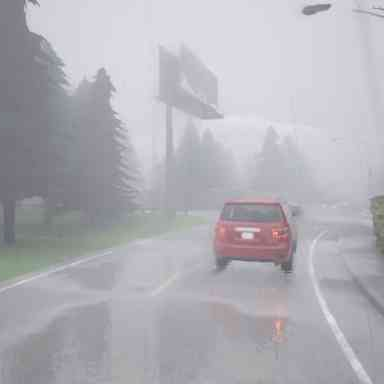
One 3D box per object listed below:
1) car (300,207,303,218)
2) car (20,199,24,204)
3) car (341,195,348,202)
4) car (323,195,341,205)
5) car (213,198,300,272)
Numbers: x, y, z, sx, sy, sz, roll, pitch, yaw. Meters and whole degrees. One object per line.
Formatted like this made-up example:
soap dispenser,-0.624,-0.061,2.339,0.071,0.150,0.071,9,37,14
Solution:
car,7.636,1.432,28.104,1.812,1.442,4.674,1,0,-10
car,-28.108,1.278,51.097,5.357,1.411,2.033,0,0,30
car,31.581,1.356,69.877,1.895,1.301,4.718,0,0,31
car,23.481,1.422,56.217,1.812,1.442,4.674,0,0,31
car,2.298,1.202,11.079,2.150,2.045,5.566,0,0,19
